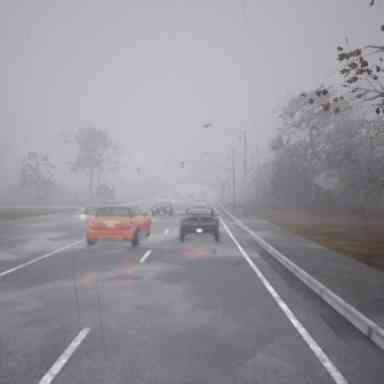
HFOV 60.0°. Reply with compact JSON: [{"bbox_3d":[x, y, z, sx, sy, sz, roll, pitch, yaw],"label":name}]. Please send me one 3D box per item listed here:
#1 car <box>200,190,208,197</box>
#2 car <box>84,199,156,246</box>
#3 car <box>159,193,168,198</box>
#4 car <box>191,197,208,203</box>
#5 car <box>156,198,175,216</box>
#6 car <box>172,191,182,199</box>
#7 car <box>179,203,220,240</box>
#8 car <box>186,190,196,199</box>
[{"bbox_3d":[3.025,1.033,86.218,2.033,1.411,5.357,0,3,2],"label":"car"},{"bbox_3d":[-3.157,1.336,15.285,2.097,1.767,4.553,0,0,1],"label":"car"},{"bbox_3d":[-7.438,1.052,87.318,2.033,1.411,5.357,0,2,2],"label":"car"},{"bbox_3d":[0.816,1.500,30.647,1.812,1.442,4.674,0,0,4],"label":"car"},{"bbox_3d":[-2.665,1.571,31.676,1.895,1.301,4.718,0,0,1],"label":"car"},{"bbox_3d":[-3.943,0.742,87.129,2.150,2.045,5.566,0,2,2],"label":"car"},{"bbox_3d":[0.384,1.487,17.012,1.837,1.490,4.892,0,-1,2],"label":"car"},{"bbox_3d":[-0.454,0.986,86.778,1.837,1.490,4.892,0,3,2],"label":"car"}]
